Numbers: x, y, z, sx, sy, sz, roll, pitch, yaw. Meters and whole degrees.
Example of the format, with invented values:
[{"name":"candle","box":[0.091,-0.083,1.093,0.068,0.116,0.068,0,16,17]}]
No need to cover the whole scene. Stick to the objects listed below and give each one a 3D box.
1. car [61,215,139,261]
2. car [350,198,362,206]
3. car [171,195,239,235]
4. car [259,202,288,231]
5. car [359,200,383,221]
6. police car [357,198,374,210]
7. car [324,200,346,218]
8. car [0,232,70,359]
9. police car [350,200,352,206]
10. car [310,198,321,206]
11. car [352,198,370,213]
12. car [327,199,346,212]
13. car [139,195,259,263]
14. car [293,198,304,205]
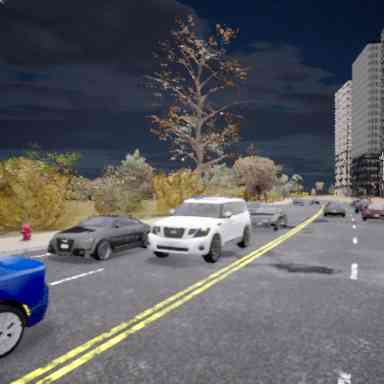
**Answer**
[{"name":"car","box":[-3.155,1.554,12.363,1.994,1.385,4.181,0,0,27]},{"name":"car","box":[32.685,1.951,66.379,1.801,1.575,5.366,1,0,21]},{"name":"car","box":[1.023,1.259,20.754,2.150,2.045,5.566,0,0,26]},{"name":"car","box":[4.994,1.606,21.512,1.812,1.442,4.674,0,0,26]},{"name":"car","box":[15.636,1.723,28.455,1.812,1.442,4.674,0,0,25]},{"name":"police car","box":[26.665,1.804,51.308,1.930,1.638,5.238,1,0,23]},{"name":"car","box":[14.399,1.762,33.481,1.994,1.385,4.181,1,0,25]},{"name":"car","box":[-4.009,1.447,3.588,1.882,1.535,5.008,0,0,27]},{"name":"police car","box":[30.454,1.876,60.663,1.930,1.638,5.238,1,0,22]},{"name":"car","box":[24.769,1.931,66.642,2.033,1.411,5.357,1,0,21]},{"name":"car","box":[21.129,1.640,40.711,2.097,1.767,4.553,1,0,24]},{"name":"car","box":[18.842,1.764,43.502,2.128,1.511,4.902,1,0,24]},{"name":"car","box":[0.612,1.245,12.608,2.150,2.045,5.566,0,0,26]},{"name":"car","box":[21.733,1.915,67.801,1.994,1.385,4.181,1,0,21]}]
